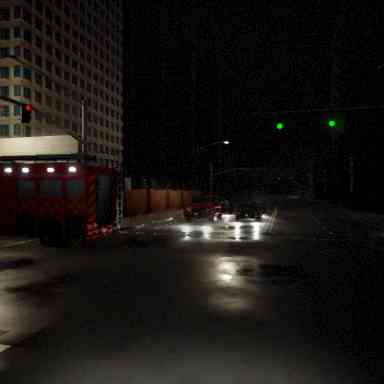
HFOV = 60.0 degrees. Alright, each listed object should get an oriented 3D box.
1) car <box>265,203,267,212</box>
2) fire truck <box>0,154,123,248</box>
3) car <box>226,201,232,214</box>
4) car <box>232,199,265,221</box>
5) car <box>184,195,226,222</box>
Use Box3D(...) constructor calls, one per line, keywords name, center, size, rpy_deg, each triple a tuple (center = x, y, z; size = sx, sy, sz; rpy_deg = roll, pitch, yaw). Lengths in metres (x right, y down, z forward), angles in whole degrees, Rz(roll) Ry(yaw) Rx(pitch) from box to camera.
Box3D(name="car", center=(7.365, 1.577, 37.233), size=(2.128, 1.511, 4.902), rpy_deg=(0, 0, 15))
Box3D(name="fire truck", center=(-7.656, 0.338, 15.334), size=(8.468, 3.827, 2.891), rpy_deg=(0, 0, 15))
Box3D(name="car", center=(3.523, 1.642, 36.480), size=(1.994, 1.385, 4.181), rpy_deg=(0, 0, 15))
Box3D(name="car", center=(4.886, 1.576, 28.167), size=(1.837, 1.490, 4.892), rpy_deg=(0, 0, 15))
Box3D(name="car", center=(1.057, 1.285, 27.436), size=(2.150, 2.045, 5.566), rpy_deg=(0, 0, 16))
